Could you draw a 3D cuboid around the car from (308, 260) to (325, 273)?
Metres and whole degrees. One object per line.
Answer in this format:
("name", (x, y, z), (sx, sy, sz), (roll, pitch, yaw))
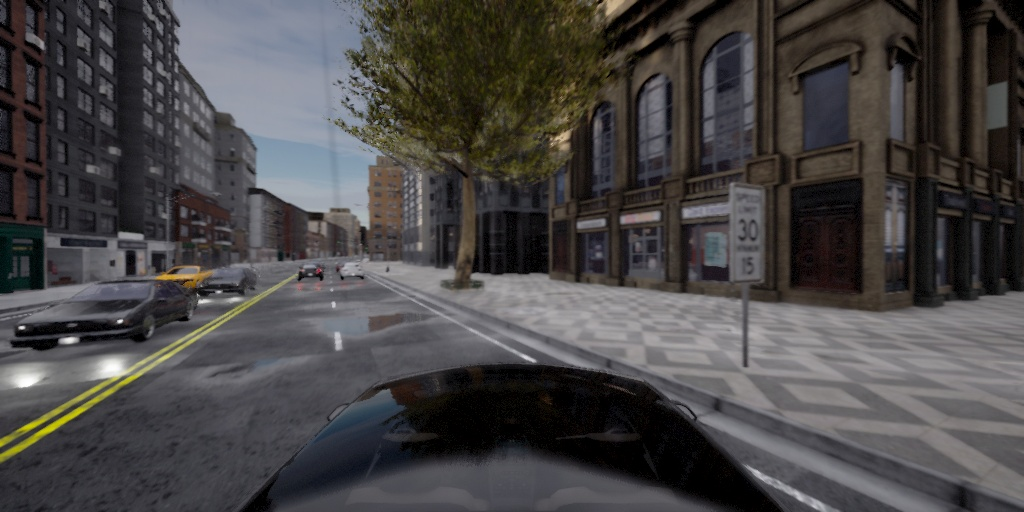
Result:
("car", (-24.978, 1.321, 45.908), (1.812, 1.442, 4.674), (0, 0, -27))

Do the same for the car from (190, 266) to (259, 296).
("car", (-15.534, 1.372, 19.925), (2.033, 1.411, 5.357), (0, 0, -27))

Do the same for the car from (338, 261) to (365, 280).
("car", (-14.419, 1.318, 32.303), (1.812, 1.442, 4.674), (0, 0, -26))

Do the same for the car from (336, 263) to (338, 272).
("car", (-22.017, 1.342, 47.208), (1.994, 1.385, 4.181), (0, 0, -27))

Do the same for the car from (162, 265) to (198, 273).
("car", (-20.479, 1.367, 22.648), (1.882, 1.535, 5.008), (0, 0, -27))

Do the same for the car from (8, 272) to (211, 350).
("car", (-10.328, 1.357, 9.730), (2.033, 1.411, 5.357), (0, 0, -28))

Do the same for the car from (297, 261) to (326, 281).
("car", (-17.483, 1.334, 31.305), (1.812, 1.442, 4.674), (0, 0, -27))
